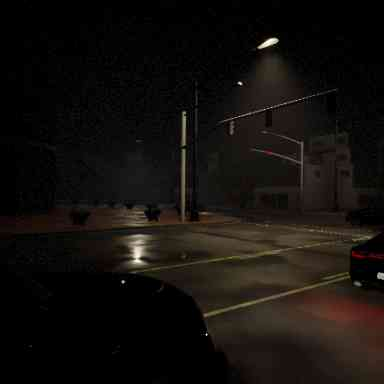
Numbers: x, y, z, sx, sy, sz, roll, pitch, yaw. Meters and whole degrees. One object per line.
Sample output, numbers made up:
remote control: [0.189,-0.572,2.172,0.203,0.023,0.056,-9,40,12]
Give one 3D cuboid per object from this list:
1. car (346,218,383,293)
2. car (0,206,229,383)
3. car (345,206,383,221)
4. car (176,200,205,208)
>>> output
car: [5.752,1.498,7.883,5.008,1.535,1.882,0,0,-35]
car: [-2.328,1.222,2.083,5.566,2.045,2.150,0,0,-36]
car: [12.232,1.644,21.228,1.812,1.442,4.674,1,0,-35]
car: [-0.232,1.657,39.044,1.994,1.385,4.181,1,-1,-35]
